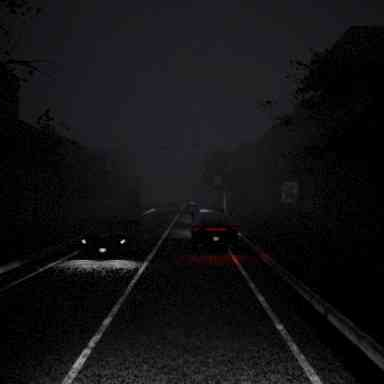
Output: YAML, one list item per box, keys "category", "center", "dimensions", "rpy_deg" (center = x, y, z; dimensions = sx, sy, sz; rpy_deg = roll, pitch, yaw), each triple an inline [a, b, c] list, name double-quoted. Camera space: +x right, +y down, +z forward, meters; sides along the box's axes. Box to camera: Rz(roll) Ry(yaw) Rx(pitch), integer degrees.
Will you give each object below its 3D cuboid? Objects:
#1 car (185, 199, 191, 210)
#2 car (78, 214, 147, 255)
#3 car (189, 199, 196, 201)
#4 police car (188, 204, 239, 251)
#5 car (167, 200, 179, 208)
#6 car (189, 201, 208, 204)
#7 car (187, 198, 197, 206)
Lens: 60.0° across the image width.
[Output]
- category: "car"
  center: [-0.037, 1.863, 50.698]
  dimensions: [2.128, 1.511, 4.902]
  rpy_deg: [0, 0, 0]
- category: "car"
  center: [-3.110, 1.665, 14.237]
  dimensions: [2.033, 1.411, 5.357]
  rpy_deg: [0, 0, 0]
- category: "car"
  center: [0.878, 1.731, 30.860]
  dimensions: [1.882, 1.535, 5.008]
  rpy_deg: [0, 0, 0]
- category: "police car"
  center: [0.889, 1.549, 14.971]
  dimensions: [1.930, 1.638, 5.238]
  rpy_deg: [0, 0, 0]
- category: "car"
  center: [-3.105, 1.984, 55.010]
  dimensions: [1.895, 1.301, 4.718]
  rpy_deg: [0, 0, 0]
- category: "car"
  center: [0.882, 1.682, 24.860]
  dimensions: [1.882, 1.535, 5.008]
  rpy_deg: [0, 0, 0]
- category: "car"
  center: [-0.048, 1.986, 65.726]
  dimensions: [1.895, 1.301, 4.718]
  rpy_deg: [0, 0, 0]
